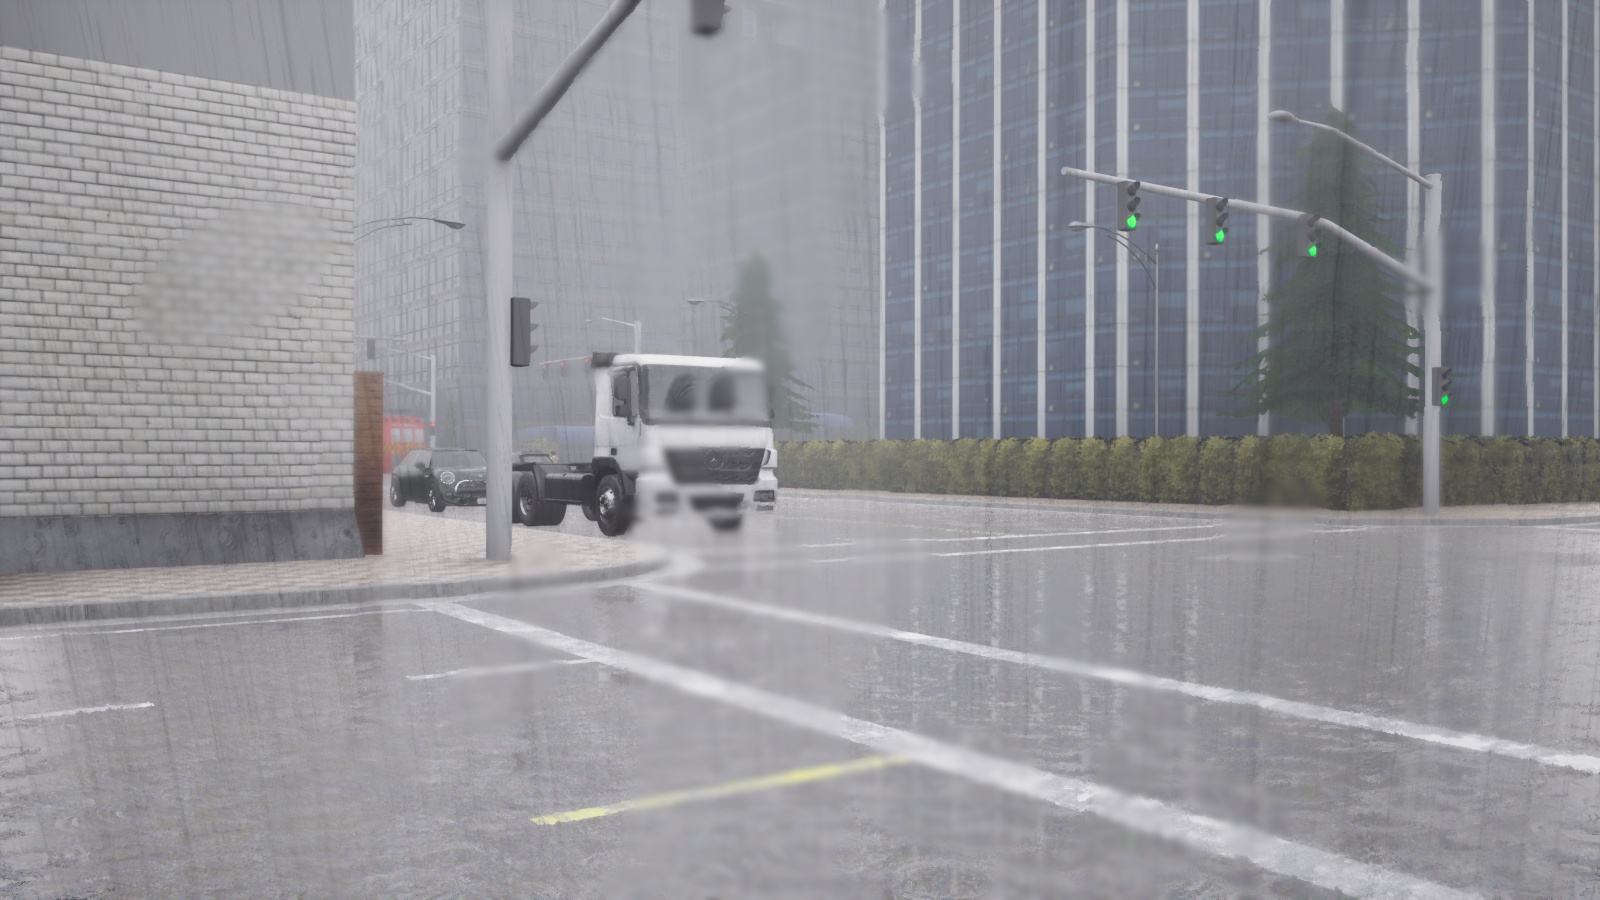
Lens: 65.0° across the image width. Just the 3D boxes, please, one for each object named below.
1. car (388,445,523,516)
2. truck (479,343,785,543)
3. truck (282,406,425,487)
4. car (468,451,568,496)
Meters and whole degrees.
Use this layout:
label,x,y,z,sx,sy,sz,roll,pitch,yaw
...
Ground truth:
label,x,y,z,sx,sy,sz,roll,pitch,yaw
car,-9.337,0.761,33.803,2.097,1.767,4.553,0,0,-35
truck,-3.750,-0.110,25.811,2.891,3.462,7.936,0,0,-35
truck,-22.618,-0.159,64.246,2.891,3.827,8.468,0,0,12
car,-10.881,0.871,48.227,2.033,1.649,4.856,0,0,-35
